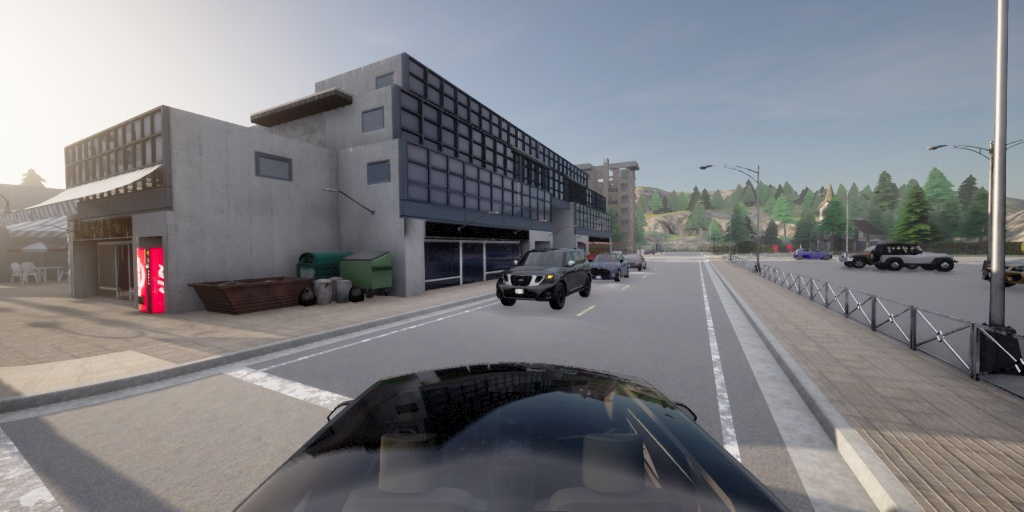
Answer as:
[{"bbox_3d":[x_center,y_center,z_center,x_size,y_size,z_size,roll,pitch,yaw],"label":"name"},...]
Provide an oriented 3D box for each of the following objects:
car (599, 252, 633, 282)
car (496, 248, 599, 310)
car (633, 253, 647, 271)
[{"bbox_3d":[6.007,0.592,22.637,2.097,1.767,4.553,0,1,27],"label":"car"},{"bbox_3d":[1.494,0.710,13.897,2.150,2.045,5.566,0,1,27],"label":"car"},{"bbox_3d":[10.707,0.507,31.726,1.812,1.442,4.674,0,1,28],"label":"car"}]
